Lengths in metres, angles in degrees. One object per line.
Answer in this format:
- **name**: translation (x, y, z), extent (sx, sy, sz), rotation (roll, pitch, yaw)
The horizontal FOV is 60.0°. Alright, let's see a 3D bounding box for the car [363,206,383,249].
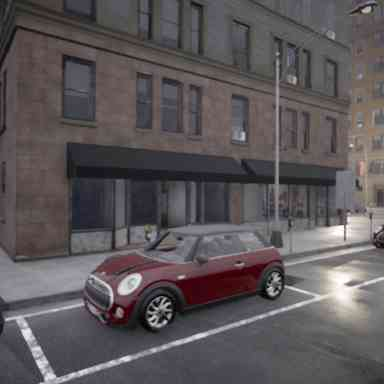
- **car**: translation (8.898, 1.443, 13.125), extent (4.097, 1.590, 1.967), rotation (0, 0, -36)

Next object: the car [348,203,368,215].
- **car**: translation (14.721, 1.411, 32.492), extent (2.128, 1.511, 4.902), rotation (1, 0, -36)

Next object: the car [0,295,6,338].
- **car**: translation (-4.506, 1.550, 3.539), extent (4.403, 1.369, 2.008), rotation (0, 0, -36)

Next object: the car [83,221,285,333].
- **car**: translation (-0.038, 1.440, 6.734), extent (4.097, 1.590, 1.967), rotation (0, 0, -36)
